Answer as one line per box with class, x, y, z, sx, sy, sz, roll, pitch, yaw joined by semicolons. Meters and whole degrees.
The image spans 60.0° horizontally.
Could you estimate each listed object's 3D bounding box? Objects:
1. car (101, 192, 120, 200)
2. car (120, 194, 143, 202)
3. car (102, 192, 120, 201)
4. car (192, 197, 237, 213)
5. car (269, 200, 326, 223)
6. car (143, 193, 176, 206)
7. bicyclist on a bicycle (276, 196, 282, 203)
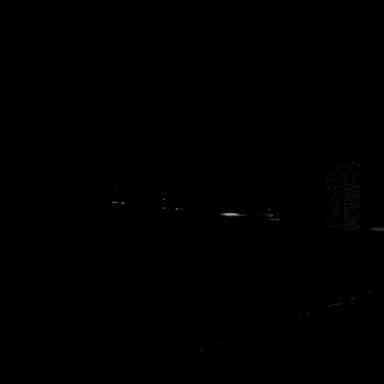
car;-15.419;0.720;62.922;1.994;1.385;4.181;1;0;-35
car;-9.514;0.922;54.433;1.895;1.301;4.718;1;0;-35
car;-12.636;0.784;53.930;1.837;1.490;4.892;1;0;-35
car;2.043;1.224;32.702;2.033;1.411;5.357;1;0;-35
car;7.872;1.334;24.352;2.128;1.511;4.902;1;0;-35
car;-3.805;0.862;41.104;2.097;1.767;4.553;1;0;-35
bicyclist on a bicycle;8.813;1.252;33.439;1.656;1.620;0.582;0;1;-35
